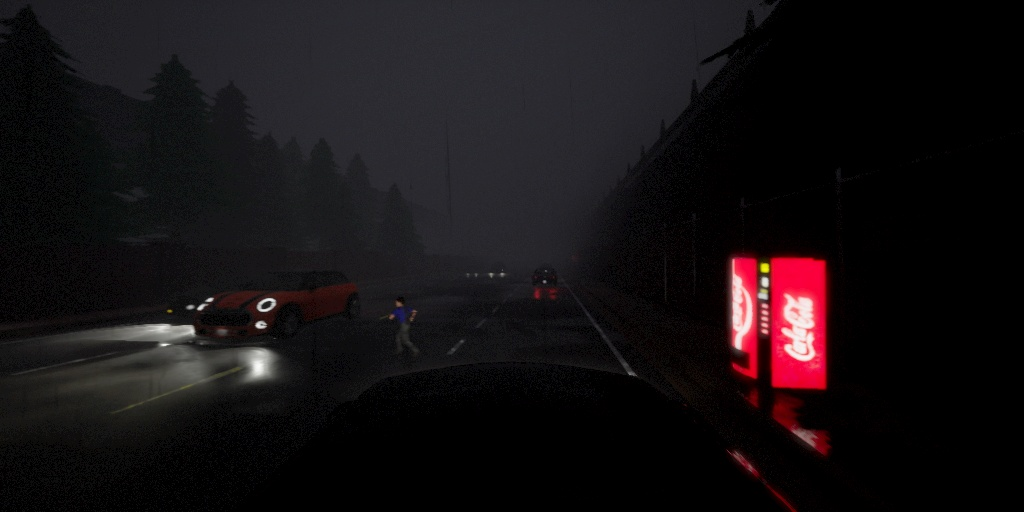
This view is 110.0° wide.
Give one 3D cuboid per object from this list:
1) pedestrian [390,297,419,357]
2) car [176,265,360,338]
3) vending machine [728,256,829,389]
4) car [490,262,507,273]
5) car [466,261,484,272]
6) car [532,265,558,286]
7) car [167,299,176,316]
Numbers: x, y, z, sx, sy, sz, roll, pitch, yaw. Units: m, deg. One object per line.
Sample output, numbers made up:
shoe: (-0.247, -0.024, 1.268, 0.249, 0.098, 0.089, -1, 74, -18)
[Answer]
pedestrian: (-2.180, 1.371, 7.257, 0.375, 1.300, 0.375, 0, -1, 6)
car: (-6.401, 1.170, 10.418, 2.097, 1.767, 4.553, 0, -1, 6)
vending machine: (4.166, 0.992, 5.675, 1.100, 2.100, 0.880, 0, 0, 6)
car: (-2.009, 1.656, 53.737, 2.097, 1.767, 4.553, 0, -1, 6)
car: (-5.495, 1.491, 54.053, 2.033, 1.411, 5.357, 0, -1, 6)
car: (2.606, 1.609, 28.304, 1.895, 1.301, 4.718, 0, -1, 6)
car: (-9.667, 1.399, 12.966, 1.994, 1.385, 4.181, 0, -1, 6)
